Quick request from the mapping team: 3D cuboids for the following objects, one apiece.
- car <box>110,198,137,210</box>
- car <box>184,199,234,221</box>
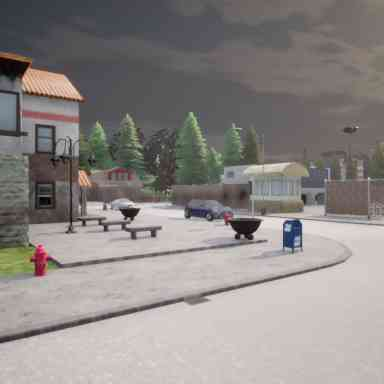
[{"bbox_3d":[-8.487,1.525,40.898,1.812,1.442,4.674,0,0,-35],"label":"car"},{"bbox_3d":[1.309,1.352,27.020,2.097,1.767,4.553,0,0,-35],"label":"car"}]
